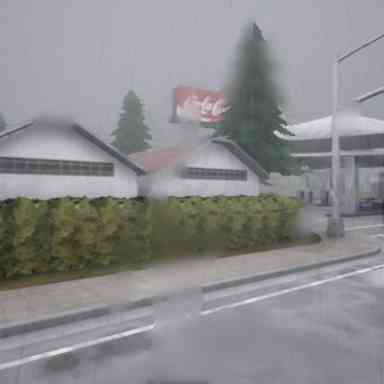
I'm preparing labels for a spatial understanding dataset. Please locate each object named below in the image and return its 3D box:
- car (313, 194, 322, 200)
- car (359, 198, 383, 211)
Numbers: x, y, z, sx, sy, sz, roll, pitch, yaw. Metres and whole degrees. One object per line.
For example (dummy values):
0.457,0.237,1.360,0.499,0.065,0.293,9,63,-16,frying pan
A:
32.967,1.392,89.530,2.152,1.636,5.027,0,0,-36,car
21.875,1.512,40.042,4.611,1.667,2.242,0,0,-36,car
